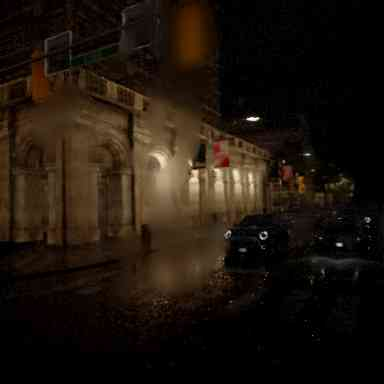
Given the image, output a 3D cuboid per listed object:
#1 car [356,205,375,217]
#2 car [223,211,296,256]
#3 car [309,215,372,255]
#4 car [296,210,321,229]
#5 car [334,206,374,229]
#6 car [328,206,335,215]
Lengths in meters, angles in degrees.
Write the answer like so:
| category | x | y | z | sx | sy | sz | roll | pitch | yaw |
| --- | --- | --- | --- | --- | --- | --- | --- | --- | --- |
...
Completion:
| category | x | y | z | sx | sy | sz | roll | pitch | yaw |
| --- | --- | --- | --- | --- | --- | --- | --- | --- | --- |
| car | 23.443 | 2.551 | 44.910 | 2.033 | 1.411 | 5.357 | -3 | -2 | 29 |
| car | 3.165 | 1.840 | 15.642 | 2.097 | 1.767 | 4.553 | -3 | -2 | 29 |
| car | 6.814 | 1.935 | 14.990 | 1.994 | 1.385 | 4.181 | -3 | -2 | 29 |
| car | 9.322 | 2.224 | 26.683 | 1.837 | 1.490 | 4.892 | -3 | -2 | 29 |
| car | 11.941 | 1.921 | 24.213 | 2.097 | 1.767 | 4.553 | -3 | -3 | 29 |
| car | 19.728 | 2.608 | 45.426 | 2.128 | 1.511 | 4.902 | -3 | -2 | 29 |
